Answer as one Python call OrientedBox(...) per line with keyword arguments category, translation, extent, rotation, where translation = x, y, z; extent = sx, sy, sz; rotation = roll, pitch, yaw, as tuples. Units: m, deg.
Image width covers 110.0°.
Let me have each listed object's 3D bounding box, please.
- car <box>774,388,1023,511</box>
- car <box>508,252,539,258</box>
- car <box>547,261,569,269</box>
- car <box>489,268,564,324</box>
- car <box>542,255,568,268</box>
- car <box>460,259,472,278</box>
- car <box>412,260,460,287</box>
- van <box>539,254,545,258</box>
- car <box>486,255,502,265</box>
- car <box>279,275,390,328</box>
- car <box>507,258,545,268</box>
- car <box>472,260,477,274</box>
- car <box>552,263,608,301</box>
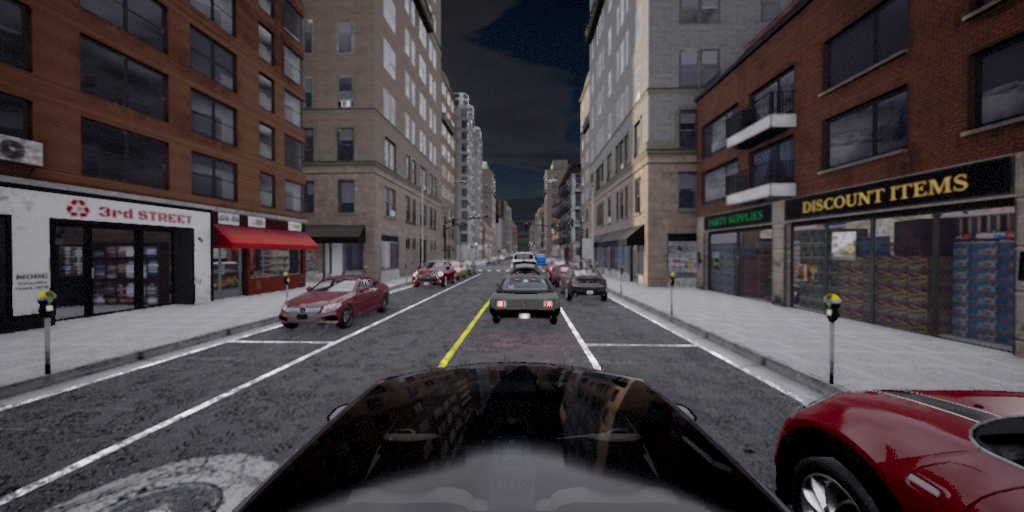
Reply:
OrientedBox(category="car", translation=(2.904, 1.111, 0.714), extent=(2.097, 1.767, 4.553), rotation=(0, 1, 2))
OrientedBox(category="car", translation=(1.053, 0.680, 31.777), extent=(2.150, 2.045, 5.566), rotation=(0, 1, 2))
OrientedBox(category="car", translation=(3.324, 1.137, 21.683), extent=(1.802, 1.307, 4.207), rotation=(0, 0, 2))
OrientedBox(category="car", translation=(0.414, 1.255, 11.537), extent=(1.895, 1.301, 4.718), rotation=(0, 1, 2))
OrientedBox(category="car", translation=(3.527, 0.941, 27.198), extent=(1.967, 1.591, 4.097), rotation=(0, 0, 2))
OrientedBox(category="car", translation=(-4.499, 1.027, 27.314), extent=(1.751, 1.417, 4.829), rotation=(0, 0, 2))
OrientedBox(category="car", translation=(-4.696, 0.995, 21.970), extent=(1.967, 1.591, 4.097), rotation=(0, 0, 2))
OrientedBox(category="van", translation=(4.725, 0.524, 59.774), extent=(1.690, 1.789, 3.998), rotation=(0, 0, 2))
OrientedBox(category="car", translation=(-3.295, 0.734, 60.061), extent=(2.007, 1.370, 4.403), rotation=(0, 0, 2))
OrientedBox(category="car", translation=(-5.101, 1.245, 10.941), extent=(1.802, 1.307, 4.207), rotation=(0, 0, 2))
OrientedBox(category="car", translation=(0.792, 1.060, 21.811), extent=(1.837, 1.490, 4.892), rotation=(0, 1, 2))
OrientedBox(category="car", translation=(-4.290, 0.999, 32.999), extent=(2.007, 1.370, 4.403), rotation=(0, 0, 2))
OrientedBox(category="car", translation=(3.121, 1.159, 16.168), extent=(2.007, 1.370, 4.403), rotation=(0, 0, 2))
